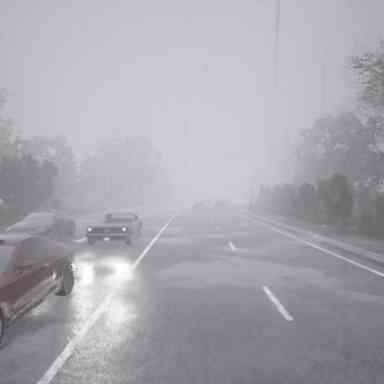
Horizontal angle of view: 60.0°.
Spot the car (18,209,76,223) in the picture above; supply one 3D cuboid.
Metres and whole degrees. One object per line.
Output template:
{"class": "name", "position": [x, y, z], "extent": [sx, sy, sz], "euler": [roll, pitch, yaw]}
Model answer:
{"class": "car", "position": [-7.054, 1.595, 16.042], "extent": [1.812, 1.442, 4.674], "euler": [0, 0, 0]}

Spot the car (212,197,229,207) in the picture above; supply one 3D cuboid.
{"class": "car", "position": [5.011, 1.963, 58.038], "extent": [1.895, 1.301, 4.718], "euler": [0, 0, 8]}

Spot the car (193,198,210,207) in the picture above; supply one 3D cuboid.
{"class": "car", "position": [1.413, 1.904, 57.456], "extent": [2.033, 1.411, 5.357], "euler": [0, 0, 8]}

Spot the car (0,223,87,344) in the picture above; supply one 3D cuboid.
{"class": "car", "position": [-3.615, 1.545, 6.050], "extent": [1.812, 1.442, 4.674], "euler": [0, 0, 0]}

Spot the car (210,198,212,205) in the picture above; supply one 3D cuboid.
{"class": "car", "position": [3.161, 1.907, 67.944], "extent": [2.128, 1.511, 4.902], "euler": [0, 0, 13]}

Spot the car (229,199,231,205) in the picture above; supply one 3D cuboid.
{"class": "car", "position": [6.765, 1.783, 68.064], "extent": [2.097, 1.767, 4.553], "euler": [0, 0, 13]}

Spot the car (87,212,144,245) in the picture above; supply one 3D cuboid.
{"class": "car", "position": [-3.554, 1.665, 16.017], "extent": [1.895, 1.301, 4.718], "euler": [0, 0, 0]}
